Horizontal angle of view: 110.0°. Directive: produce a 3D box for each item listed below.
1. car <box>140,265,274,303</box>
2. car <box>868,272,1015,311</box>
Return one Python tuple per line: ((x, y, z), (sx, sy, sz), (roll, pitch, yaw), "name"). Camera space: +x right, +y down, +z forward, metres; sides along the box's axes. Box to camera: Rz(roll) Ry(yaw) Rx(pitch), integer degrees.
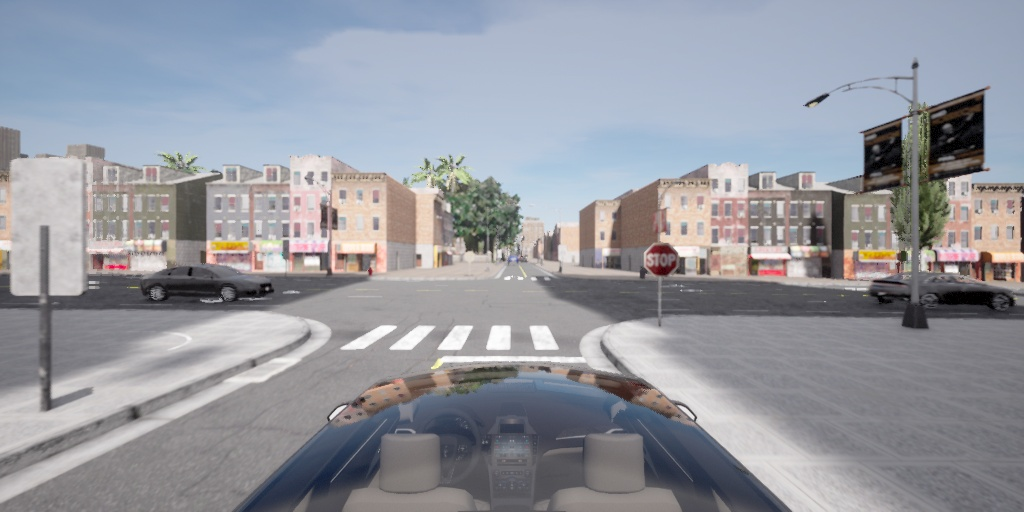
((-12.914, 1.127, 15.352), (4.892, 1.490, 1.837), (1, 0, 0), "car")
((18.234, 1.460, 15.334), (4.902, 1.511, 2.128), (1, 0, 0), "car")
